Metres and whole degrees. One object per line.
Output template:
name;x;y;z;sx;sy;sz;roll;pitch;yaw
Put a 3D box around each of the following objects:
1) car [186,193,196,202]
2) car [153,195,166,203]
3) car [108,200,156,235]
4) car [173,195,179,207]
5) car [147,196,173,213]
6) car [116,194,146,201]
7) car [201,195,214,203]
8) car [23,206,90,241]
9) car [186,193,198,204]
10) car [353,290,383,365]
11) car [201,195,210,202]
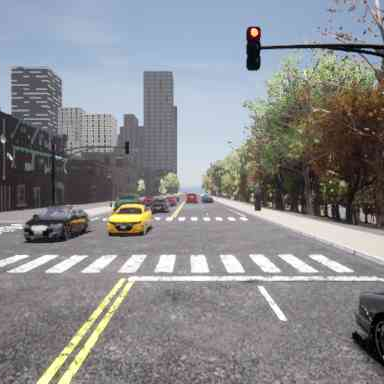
car;-0.136;1.178;75.692;2.150;2.045;5.566;0;0;0
car;-6.627;1.484;68.857;2.128;1.511;4.902;0;0;0
car;-3.384;1.469;18.888;1.882;1.535;5.008;0;0;0
car;-3.439;1.448;51.495;1.882;1.535;5.008;0;0;0
car;-3.415;1.486;36.179;1.837;1.490;4.892;0;0;0
car;-6.664;1.203;35.204;2.150;2.045;5.566;0;0;0
car;3.233;1.525;65.852;1.994;1.385;4.181;0;0;0
car;-6.630;1.484;16.789;2.128;1.511;4.902;0;0;0
car;-0.020;1.183;65.155;2.150;2.045;5.566;0;0;0
car;3.345;1.546;2.535;2.033;1.411;5.357;0;0;0
car;3.114;1.431;75.880;1.882;1.535;5.008;0;0;0
